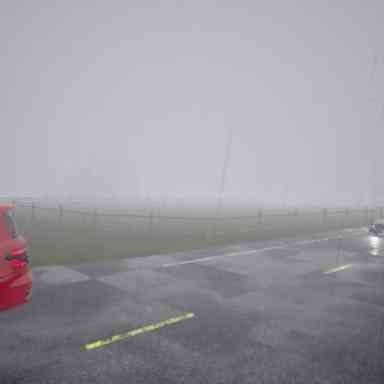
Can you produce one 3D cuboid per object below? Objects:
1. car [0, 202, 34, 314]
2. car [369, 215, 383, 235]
[{"bbox_3d":[-4.989,1.094,4.057,5.566,2.045,2.150,2,0,-42],"label":"car"},{"bbox_3d":[12.992,1.941,20.883,5.357,1.411,2.033,2,0,-44],"label":"car"}]
